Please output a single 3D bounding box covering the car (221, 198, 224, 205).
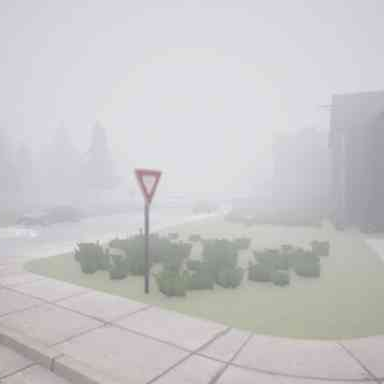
[{"bbox_3d":[2.699,1.667,47.966,1.994,1.385,4.181,0,0,20],"label":"car"}]

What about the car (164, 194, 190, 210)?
[{"bbox_3d":[-1.911,1.325,45.760,2.150,2.045,5.566,0,0,20],"label":"car"}]

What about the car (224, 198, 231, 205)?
[{"bbox_3d":[5.872,1.656,57.181,2.033,1.411,5.357,0,0,19],"label":"car"}]

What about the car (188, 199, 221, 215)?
[{"bbox_3d":[1.355,1.551,35.298,1.816,1.474,4.193,-6,-2,17],"label":"car"}]

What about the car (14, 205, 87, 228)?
[{"bbox_3d":[-9.743,1.637,23.499,2.033,1.411,5.357,0,0,19],"label":"car"}]
